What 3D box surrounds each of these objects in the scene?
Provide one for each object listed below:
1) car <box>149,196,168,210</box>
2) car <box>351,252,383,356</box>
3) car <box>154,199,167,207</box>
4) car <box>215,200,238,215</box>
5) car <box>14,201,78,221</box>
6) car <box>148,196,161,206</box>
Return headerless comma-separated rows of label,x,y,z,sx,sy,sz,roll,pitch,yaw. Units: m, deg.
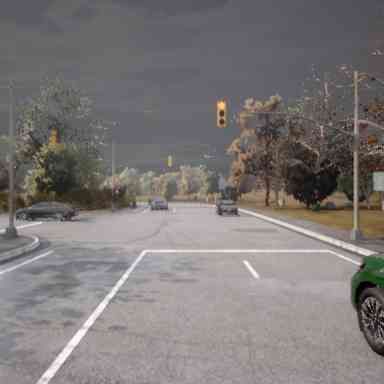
car,-4.167,1.424,43.132,2.097,1.767,4.553,0,-1,-3
car,3.592,1.221,2.893,2.150,2.045,5.566,0,0,0
car,-5.632,1.874,58.766,2.033,1.411,5.357,0,-1,-8
car,3.414,1.496,33.324,2.128,1.511,4.902,0,0,-1
car,-11.753,1.543,26.851,4.892,1.490,1.837,0,-2,3
car,-7.936,1.823,70.695,2.150,2.045,5.566,0,-1,-13
